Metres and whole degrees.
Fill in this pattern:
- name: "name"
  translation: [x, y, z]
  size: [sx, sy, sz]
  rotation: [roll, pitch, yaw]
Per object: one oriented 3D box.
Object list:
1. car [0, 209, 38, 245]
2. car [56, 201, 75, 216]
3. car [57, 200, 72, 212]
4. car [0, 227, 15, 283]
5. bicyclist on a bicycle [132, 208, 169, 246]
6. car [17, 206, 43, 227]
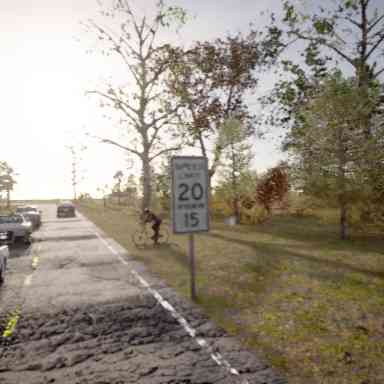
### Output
- name: "car"
  translation: [-8.975, 1.817, 16.417]
  size: [1.994, 1.385, 4.181]
  rotation: [-2, 0, -22]
- name: "car"
  translation: [-14.714, 1.899, 38.783]
  size: [1.882, 1.535, 5.008]
  rotation: [-2, 0, -22]
- name: "car"
  translation: [-18.617, 2.047, 48.571]
  size: [1.837, 1.490, 4.892]
  rotation: [-2, 0, -21]
- name: "car"
  translation: [-5.318, 1.752, 7.206]
  size: [1.895, 1.301, 4.718]
  rotation: [-2, 0, -21]
- name: "bicyclist on a bicycle"
  translation: [-1.806, 1.516, 14.579]
  size: [1.656, 1.620, 0.582]
  rotation: [-1, 0, -22]
- name: "car"
  translation: [-12.678, 1.851, 25.735]
  size: [2.128, 1.511, 4.902]
  rotation: [-2, 0, -22]
